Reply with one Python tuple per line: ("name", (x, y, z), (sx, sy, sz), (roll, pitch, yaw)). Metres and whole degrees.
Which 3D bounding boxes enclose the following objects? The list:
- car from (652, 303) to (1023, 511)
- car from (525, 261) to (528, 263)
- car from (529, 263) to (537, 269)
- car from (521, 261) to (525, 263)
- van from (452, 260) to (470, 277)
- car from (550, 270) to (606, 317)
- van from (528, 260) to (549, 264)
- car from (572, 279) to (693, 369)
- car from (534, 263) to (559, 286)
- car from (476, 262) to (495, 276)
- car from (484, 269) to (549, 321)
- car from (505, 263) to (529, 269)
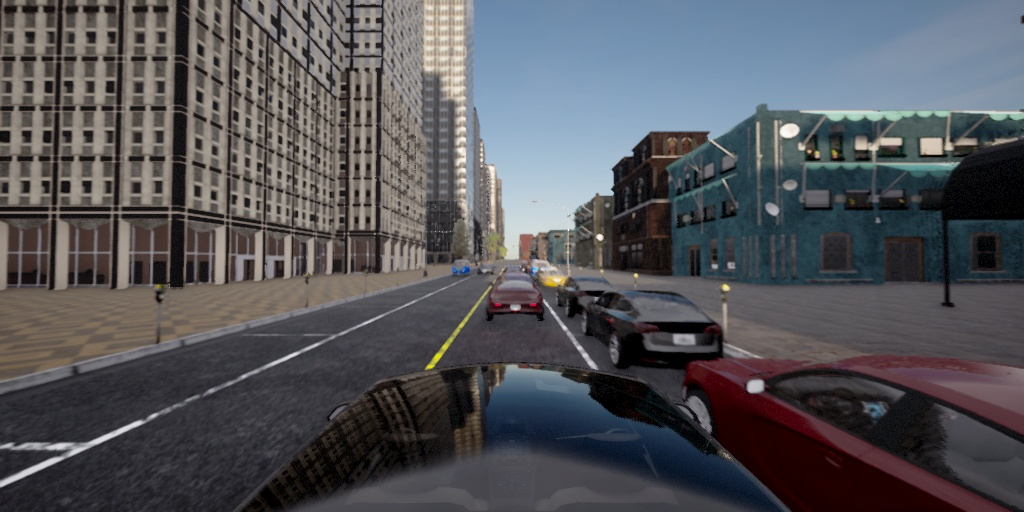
("car", (2.691, 1.298, 2.156), (1.888, 1.381, 4.507), (0, 0, 0))
("car", (2.701, 1.458, 40.170), (1.967, 1.591, 4.097), (0, 0, 0))
("car", (2.698, 1.494, 29.214), (2.007, 1.370, 4.403), (0, 0, 0))
("car", (2.702, 1.370, 45.648), (2.192, 1.841, 5.009), (0, 0, 0))
("van", (-5.680, 1.360, 40.169), (1.690, 1.789, 3.998), (0, 0, 0))
("car", (2.694, 1.397, 13.245), (1.948, 1.339, 4.313), (0, 0, 0))
("van", (2.700, 1.322, 34.693), (1.690, 1.789, 3.998), (0, 0, 0))
("car", (2.693, 1.358, 7.702), (1.948, 1.339, 4.313), (0, 0, 0))
("car", (2.697, 1.431, 23.906), (1.751, 1.417, 4.829), (0, 0, 0))
("car", (-3.067, 1.525, 42.390), (2.128, 1.511, 4.902), (0, 0, 0))
("car", (0.102, 1.354, 12.789), (1.812, 1.442, 4.674), (0, 0, 0))
("car", (0.107, 1.508, 29.256), (1.994, 1.385, 4.181), (0, 0, 0))
